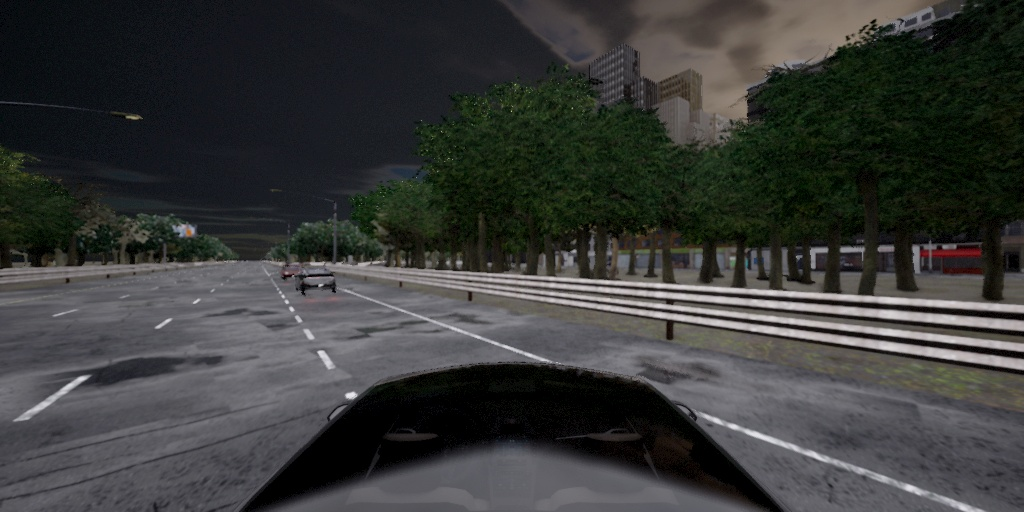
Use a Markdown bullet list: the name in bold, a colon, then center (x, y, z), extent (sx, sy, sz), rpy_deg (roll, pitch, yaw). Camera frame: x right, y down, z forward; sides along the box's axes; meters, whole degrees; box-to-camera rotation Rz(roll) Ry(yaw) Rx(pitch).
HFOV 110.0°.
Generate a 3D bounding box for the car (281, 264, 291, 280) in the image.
- **car**: center (-23.000, 1.746, 37.476), extent (1.895, 1.301, 4.718), rpy_deg (0, -1, -35)

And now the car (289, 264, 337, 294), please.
- **car**: center (-12.181, 1.468, 22.177), extent (2.128, 1.511, 4.902), rpy_deg (0, -1, -35)
